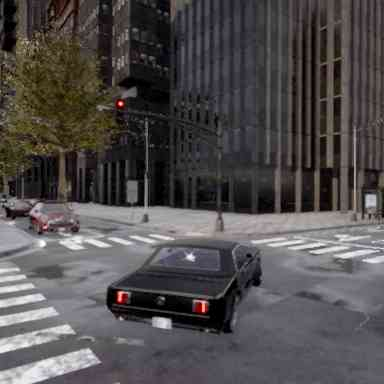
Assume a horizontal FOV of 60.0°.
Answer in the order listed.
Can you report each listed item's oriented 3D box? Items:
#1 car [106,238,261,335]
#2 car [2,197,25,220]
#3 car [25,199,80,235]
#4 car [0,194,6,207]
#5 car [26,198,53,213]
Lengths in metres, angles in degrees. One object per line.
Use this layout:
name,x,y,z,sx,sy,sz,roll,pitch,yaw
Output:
car,0.275,1.629,6.941,1.895,1.301,4.718,0,0,19
car,-14.619,1.490,28.493,1.882,1.535,5.008,0,0,-36
car,-8.010,1.374,19.226,2.097,1.767,4.553,0,0,-34
car,-25.105,1.217,43.059,2.150,2.045,5.566,0,0,-35
car,-17.465,1.501,37.886,1.882,1.535,5.008,0,0,-36
